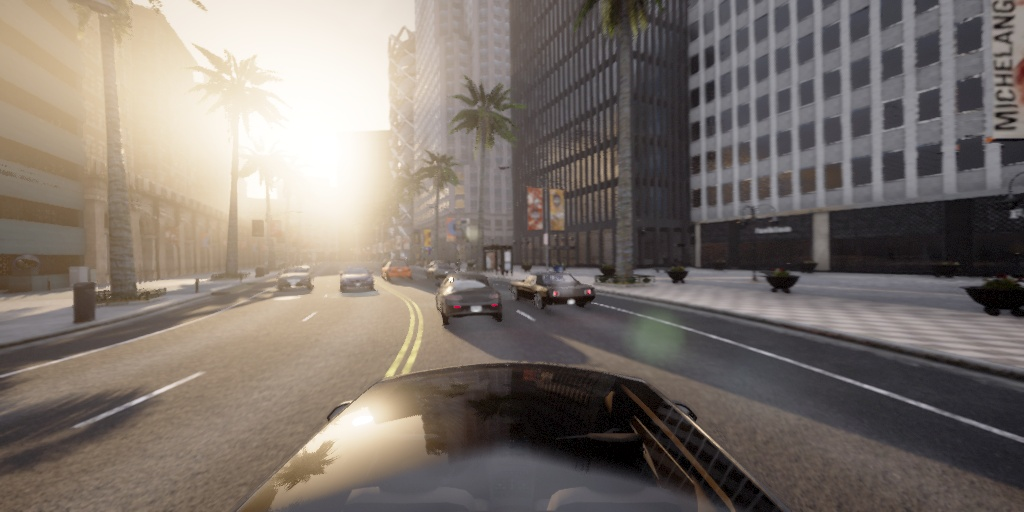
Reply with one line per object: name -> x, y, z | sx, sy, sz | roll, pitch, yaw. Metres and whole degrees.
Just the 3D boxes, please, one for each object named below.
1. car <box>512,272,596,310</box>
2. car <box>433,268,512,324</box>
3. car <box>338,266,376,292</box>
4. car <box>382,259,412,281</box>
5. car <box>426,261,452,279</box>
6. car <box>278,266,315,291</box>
car -> 1.382, 1.308, 14.491 | 1.895, 1.301, 4.718 | -1, 0, -17
car -> -1.546, 1.285, 12.041 | 1.812, 1.442, 4.674 | -1, 0, -14
car -> -10.001, 1.406, 23.042 | 1.812, 1.442, 4.674 | -1, 0, -26
car -> -10.412, 1.225, 32.200 | 2.097, 1.767, 4.553 | -1, 0, -26
car -> -6.346, 1.370, 31.845 | 1.994, 1.385, 4.181 | -1, 0, -26
car -> -14.460, 1.443, 24.185 | 2.128, 1.511, 4.902 | -1, 0, -26
